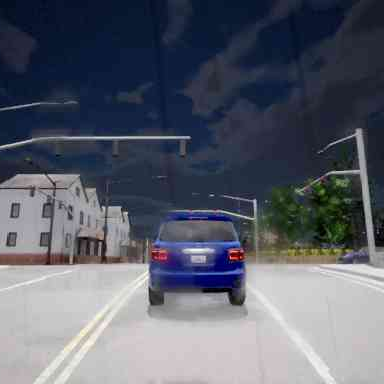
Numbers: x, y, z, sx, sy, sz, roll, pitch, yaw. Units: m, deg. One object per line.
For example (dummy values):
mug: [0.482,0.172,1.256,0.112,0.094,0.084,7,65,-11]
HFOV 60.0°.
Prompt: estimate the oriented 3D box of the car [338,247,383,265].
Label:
car: [15.423,5.656,29.592,4.553,1.767,2.097,0,-12,1]

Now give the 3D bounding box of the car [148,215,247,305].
car: [0.077,1.760,9.288,2.150,2.045,5.566,0,-7,-1]
